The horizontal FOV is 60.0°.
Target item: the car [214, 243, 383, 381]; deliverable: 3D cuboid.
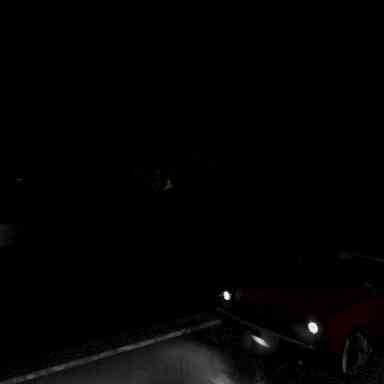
[{"bbox_3d":[2.661,1.628,5.621,4.718,1.301,1.895,0,0,-37],"label":"car"}]
